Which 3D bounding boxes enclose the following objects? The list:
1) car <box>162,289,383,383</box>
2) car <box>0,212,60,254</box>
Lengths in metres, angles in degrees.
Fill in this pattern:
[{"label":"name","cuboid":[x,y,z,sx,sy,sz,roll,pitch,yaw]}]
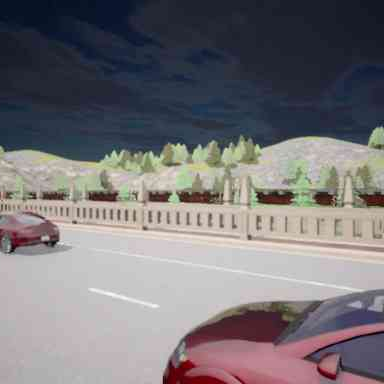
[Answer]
[{"label":"car","cuboid":[1.767,1.564,2.736,4.181,1.385,1.994,0,0,35]},{"label":"car","cuboid":[-7.201,1.518,13.433,4.674,1.442,1.812,0,0,36]}]
